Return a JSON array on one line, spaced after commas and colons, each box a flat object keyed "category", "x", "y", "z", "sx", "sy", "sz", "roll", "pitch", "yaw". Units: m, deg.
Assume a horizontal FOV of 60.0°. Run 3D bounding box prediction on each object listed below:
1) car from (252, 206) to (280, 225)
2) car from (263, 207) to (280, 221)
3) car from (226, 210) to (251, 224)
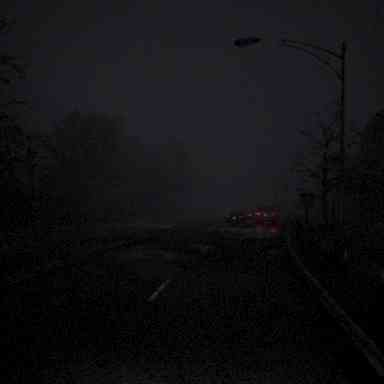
[{"category": "car", "x": 8.307, "y": 2.542, "z": 36.819, "sx": 2.150, "sy": 2.045, "sz": 5.566, "roll": 1, "pitch": -2, "yaw": 16}, {"category": "car", "x": 11.193, "y": 3.098, "z": 46.797, "sx": 2.097, "sy": 1.767, "sz": 4.553, "roll": 1, "pitch": -2, "yaw": 16}, {"category": "car", "x": 5.053, "y": 2.815, "z": 37.281, "sx": 1.994, "sy": 1.385, "sz": 4.181, "roll": 1, "pitch": -2, "yaw": 16}]
